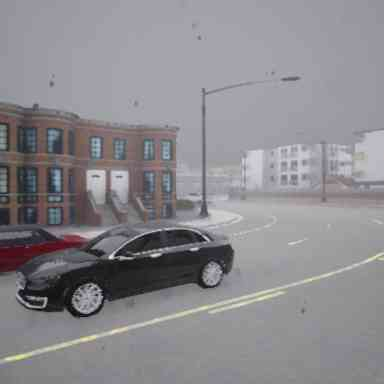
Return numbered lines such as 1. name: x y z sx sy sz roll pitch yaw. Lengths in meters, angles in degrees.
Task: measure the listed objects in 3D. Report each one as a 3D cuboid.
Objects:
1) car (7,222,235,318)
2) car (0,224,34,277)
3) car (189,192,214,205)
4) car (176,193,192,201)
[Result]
1. car: -1.198 1.484 7.483 4.892 1.490 1.837 0 0 -36
2. car: -5.124 1.595 8.930 4.718 1.301 1.895 0 0 -36
3. car: 1.242 1.024 54.103 2.150 2.045 5.566 0 0 -34
4. car: -2.551 1.298 53.466 1.882 1.535 5.008 0 0 -34
